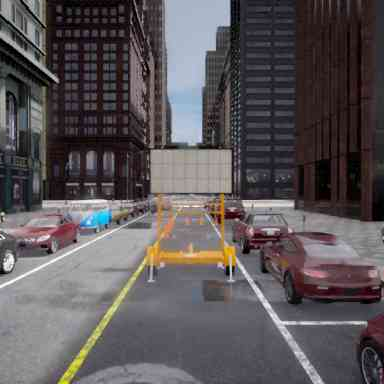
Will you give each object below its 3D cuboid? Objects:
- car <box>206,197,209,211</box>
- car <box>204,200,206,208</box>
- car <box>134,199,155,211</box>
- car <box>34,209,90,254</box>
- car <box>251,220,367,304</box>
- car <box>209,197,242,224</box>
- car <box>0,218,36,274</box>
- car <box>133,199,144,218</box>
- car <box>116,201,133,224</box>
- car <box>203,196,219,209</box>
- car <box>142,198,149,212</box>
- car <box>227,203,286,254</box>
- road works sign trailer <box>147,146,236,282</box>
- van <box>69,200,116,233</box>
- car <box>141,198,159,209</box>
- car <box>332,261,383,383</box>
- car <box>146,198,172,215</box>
[{"bbox_3d":[2.688,1.324,30.375,2.192,1.841,5.009,0,0,0],"label":"car"},{"bbox_3d":[2.676,1.579,36.011,1.947,1.339,4.313,0,0,0],"label":"car"},{"bbox_3d":[-5.861,1.585,41.625,1.947,1.339,4.313,0,0,0],"label":"car"},{"bbox_3d":[-5.796,1.583,13.443,1.802,1.307,4.206,0,0,0],"label":"car"},{"bbox_3d":[2.741,1.582,7.831,1.802,1.307,4.206,0,0,0],"label":"car"},{"bbox_3d":[2.701,1.321,24.738,2.192,1.841,5.009,0,0,0],"label":"car"},{"bbox_3d":[-5.784,1.551,7.805,2.008,1.369,4.403,0,0,0],"label":"car"},{"bbox_3d":[-5.835,1.591,30.352,1.802,1.307,4.206,0,0,0],"label":"car"},{"bbox_3d":[-5.822,1.531,24.545,1.752,1.417,4.829,0,0,0],"label":"car"},{"bbox_3d":[2.650,1.464,47.283,1.967,1.590,4.097,0,0,0],"label":"car"},{"bbox_3d":[-5.848,1.580,35.989,1.947,1.339,4.313,0,0,0],"label":"car"},{"bbox_3d":[2.728,1.441,13.467,1.967,1.590,4.097,0,0,0],"label":"car"},{"bbox_3d":[-0.023,0.465,9.713,2.380,3.560,2.880,0,0,0],"label":"road works sign trailer"},{"bbox_3d":[-5.810,1.344,19.079,1.690,1.788,3.998,0,0,0],"label":"van"},{"bbox_3d":[-5.874,1.575,47.262,2.008,1.369,4.403,0,0,0],"label":"car"},{"bbox_3d":[2.755,1.582,2.194,1.802,1.307,4.206,0,0,0],"label":"car"},{"bbox_3d":[-3.079,1.560,34.288,2.033,1.411,5.357,0,0,0],"label":"car"}]
